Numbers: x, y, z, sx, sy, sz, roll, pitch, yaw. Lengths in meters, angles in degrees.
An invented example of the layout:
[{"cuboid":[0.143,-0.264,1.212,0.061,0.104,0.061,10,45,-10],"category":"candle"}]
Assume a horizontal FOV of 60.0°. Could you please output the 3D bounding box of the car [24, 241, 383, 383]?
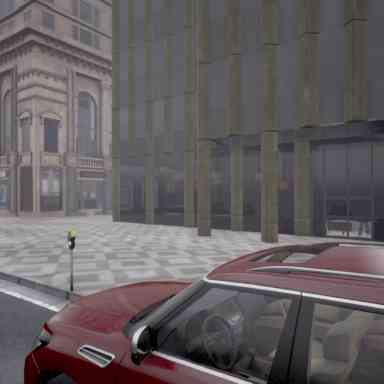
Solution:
[{"cuboid":[0.897,1.315,2.333,5.009,1.841,2.192,0,0,36],"category":"car"}]
